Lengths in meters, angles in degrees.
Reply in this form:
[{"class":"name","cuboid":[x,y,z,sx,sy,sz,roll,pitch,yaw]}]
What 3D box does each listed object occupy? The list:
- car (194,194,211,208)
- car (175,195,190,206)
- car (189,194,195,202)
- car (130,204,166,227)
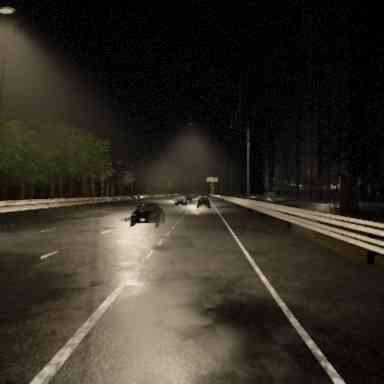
[{"class":"car","cuboid":[1.706,1.512,48.907,1.837,1.490,4.892,0,0,2]},{"class":"car","cuboid":[-1.717,1.585,54.215,1.895,1.301,4.718,0,0,2]},{"class":"car","cuboid":[-0.855,1.531,80.203,1.837,1.490,4.892,0,0,2]},{"class":"car","cuboid":[-2.874,1.499,22.210,1.812,1.442,4.674,0,0,2]}]
